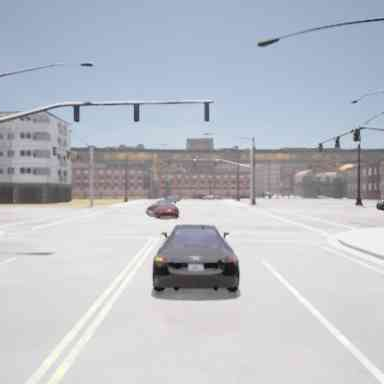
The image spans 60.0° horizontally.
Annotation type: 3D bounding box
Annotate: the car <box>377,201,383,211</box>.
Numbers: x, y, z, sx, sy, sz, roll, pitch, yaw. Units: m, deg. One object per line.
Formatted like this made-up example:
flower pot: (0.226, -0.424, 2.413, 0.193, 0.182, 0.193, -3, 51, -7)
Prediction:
car: (21.460, 1.193, 33.786, 5.008, 1.535, 1.882, -1, 0, 1)

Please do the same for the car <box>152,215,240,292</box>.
car: (0.089, 1.537, 8.903, 1.994, 1.385, 4.181, 0, 0, 0)

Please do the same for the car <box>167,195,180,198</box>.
car: (-3.536, 1.360, 56.959, 1.812, 1.442, 4.674, 0, 0, 0)

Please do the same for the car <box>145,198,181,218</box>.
car: (-2.627, 1.454, 28.734, 1.994, 1.385, 4.181, 0, 0, -23)

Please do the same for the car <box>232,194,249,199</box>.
car: (13.451, 1.257, 91.789, 4.902, 1.511, 2.128, 0, 0, -24)

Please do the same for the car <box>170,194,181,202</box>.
car: (-3.461, 1.316, 71.987, 2.128, 1.511, 4.902, 0, 0, 0)

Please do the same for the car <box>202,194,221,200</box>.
car: (5.406, 1.346, 85.868, 1.895, 1.301, 4.718, 0, 0, 44)

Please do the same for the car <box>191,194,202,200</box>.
car: (1.528, 1.201, 86.643, 1.837, 1.490, 4.892, 0, 0, 35)
